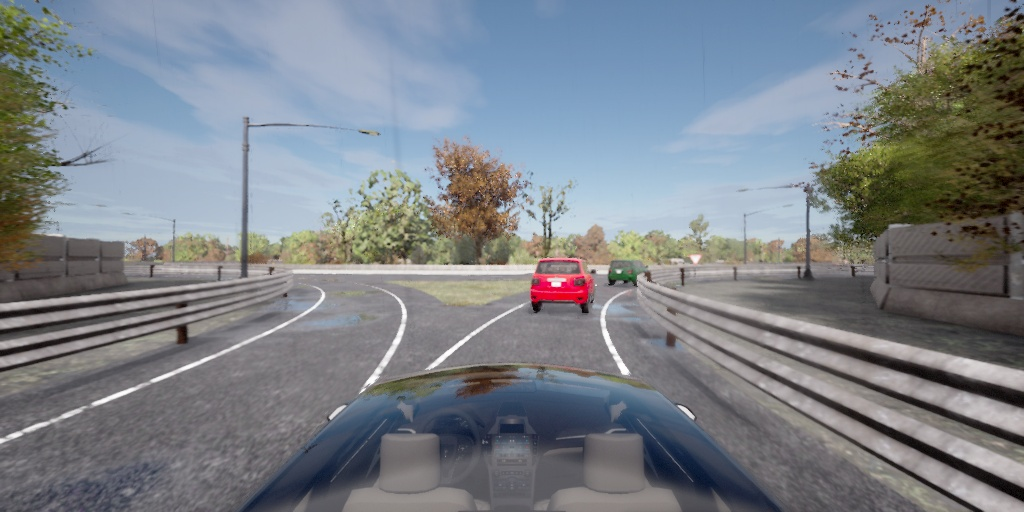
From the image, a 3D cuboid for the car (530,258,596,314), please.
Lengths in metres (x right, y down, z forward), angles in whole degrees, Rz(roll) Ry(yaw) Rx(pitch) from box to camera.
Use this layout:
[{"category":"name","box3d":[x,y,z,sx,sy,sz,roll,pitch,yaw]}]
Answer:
[{"category":"car","box3d":[2.271,1.131,15.085,2.150,2.045,5.566,0,-1,16]}]

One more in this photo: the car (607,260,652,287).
[{"category":"car","box3d":[9.546,1.315,28.933,2.150,2.045,5.566,-1,-1,36]}]
